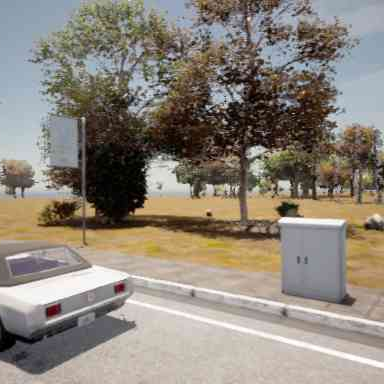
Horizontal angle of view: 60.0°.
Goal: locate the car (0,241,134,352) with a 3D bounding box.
[{"bbox_3d":[-3.425,1.596,6.135,4.718,1.301,1.895,0,0,33],"label":"car"}]
